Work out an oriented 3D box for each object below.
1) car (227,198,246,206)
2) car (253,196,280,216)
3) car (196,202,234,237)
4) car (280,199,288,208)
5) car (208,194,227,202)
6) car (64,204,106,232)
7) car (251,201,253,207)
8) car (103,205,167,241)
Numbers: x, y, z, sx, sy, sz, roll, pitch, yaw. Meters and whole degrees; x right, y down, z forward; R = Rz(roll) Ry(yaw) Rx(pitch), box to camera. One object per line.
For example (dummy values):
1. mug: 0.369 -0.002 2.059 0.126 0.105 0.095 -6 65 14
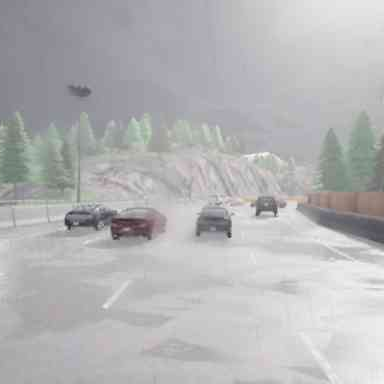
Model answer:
1. car: 8.236 1.781 58.769 1.812 1.442 4.674 0 0 23
2. car: 8.107 1.420 35.876 2.150 2.045 5.566 0 0 15
3. car: 1.315 1.570 18.772 1.837 1.490 4.892 0 0 7
4. car: 14.825 1.901 55.948 1.994 1.385 4.181 1 0 23
5. car: 4.751 1.433 60.335 2.150 2.045 5.566 0 0 24
6. car: -5.773 1.462 19.957 2.128 1.511 4.902 0 0 8
7. car: 11.630 1.863 57.673 1.994 1.385 4.181 1 0 23
8. car: -2.544 1.484 16.940 1.882 1.535 5.008 0 0 6
